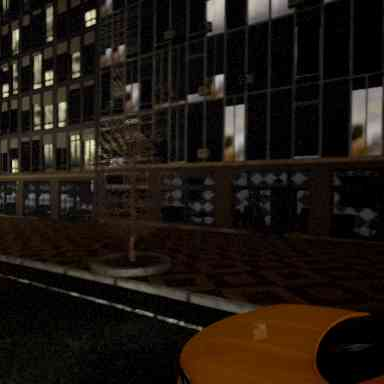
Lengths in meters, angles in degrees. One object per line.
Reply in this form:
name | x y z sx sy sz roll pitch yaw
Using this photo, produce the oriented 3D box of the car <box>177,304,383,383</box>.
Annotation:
car | 2.145 1.471 2.081 5.008 1.535 1.882 0 0 36
